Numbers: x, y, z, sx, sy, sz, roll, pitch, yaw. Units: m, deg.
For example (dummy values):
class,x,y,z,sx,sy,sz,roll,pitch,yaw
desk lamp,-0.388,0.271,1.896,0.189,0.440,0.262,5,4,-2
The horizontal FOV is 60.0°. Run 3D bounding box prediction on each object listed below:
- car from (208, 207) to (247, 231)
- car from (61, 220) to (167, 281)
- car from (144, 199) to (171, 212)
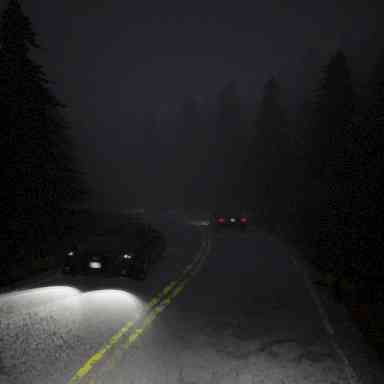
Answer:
class,x,y,z,sx,sy,sz,roll,pitch,yaw
car,2.165,1.641,21.248,2.033,1.411,5.357,0,0,-3
car,-2.021,1.561,9.842,1.994,1.385,4.181,2,0,8
car,-4.456,1.651,42.075,1.882,1.535,5.008,-2,0,-30
